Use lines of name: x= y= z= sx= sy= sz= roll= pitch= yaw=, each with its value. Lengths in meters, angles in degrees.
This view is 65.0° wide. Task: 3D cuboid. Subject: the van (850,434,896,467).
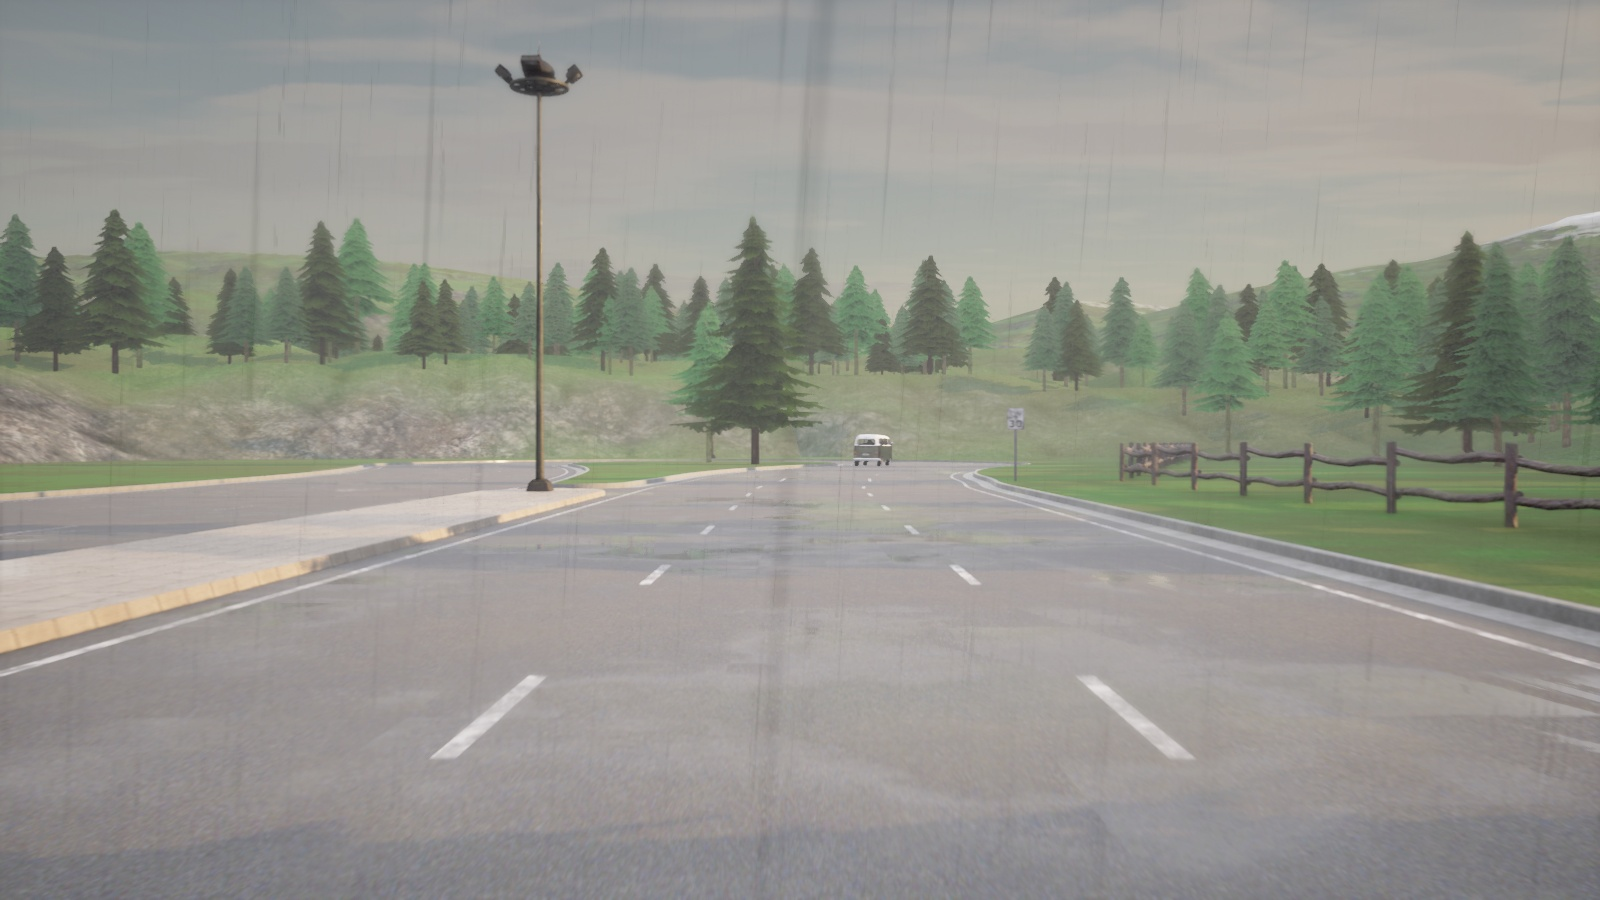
van: x=4.747 y=0.015 z=81.350 sx=2.069 sy=2.038 sz=4.480 roll=1 pitch=0 yaw=15
